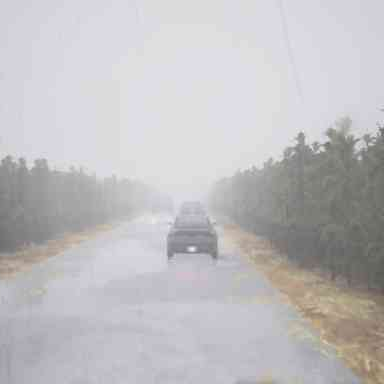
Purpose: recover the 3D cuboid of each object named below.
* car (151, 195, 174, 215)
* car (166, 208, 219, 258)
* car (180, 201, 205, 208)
[{"bbox_3d":[-3.111,1.345,36.434,2.150,2.045,5.566,0,0,0],"label":"car"},{"bbox_3d":[0.017,1.649,13.458,1.837,1.490,4.892,0,0,0],"label":"car"},{"bbox_3d":[0.018,1.521,28.357,2.097,1.767,4.553,0,0,0],"label":"car"}]
